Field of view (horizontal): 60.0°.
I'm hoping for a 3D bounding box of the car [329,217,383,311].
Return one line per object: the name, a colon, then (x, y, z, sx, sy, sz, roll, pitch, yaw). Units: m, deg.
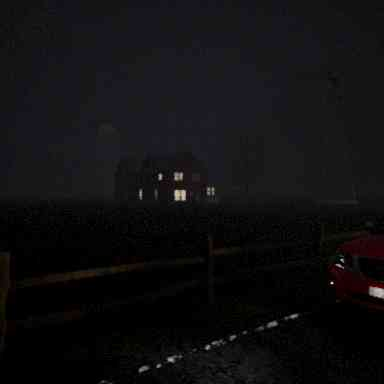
car: (5.147, 1.204, 6.787, 5.566, 2.045, 2.150, 0, 0, -36)
